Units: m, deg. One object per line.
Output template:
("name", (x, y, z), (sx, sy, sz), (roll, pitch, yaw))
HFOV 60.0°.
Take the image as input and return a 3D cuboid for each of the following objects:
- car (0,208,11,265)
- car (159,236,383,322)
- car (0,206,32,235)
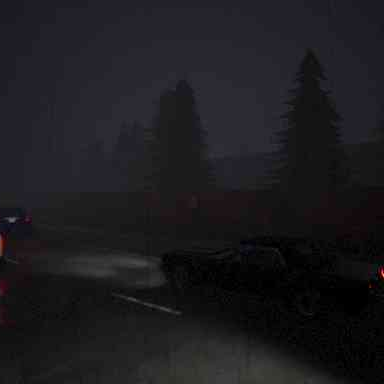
("car", (-8.127, 1.500, 11.248), (4.553, 1.767, 2.097), (-1, -1, 44))
("car", (1.506, 1.653, 7.392), (4.718, 1.301, 1.895), (-1, -1, 38))
("car", (-11.087, 1.588, 19.487), (2.097, 1.767, 4.553), (0, -1, -41))
